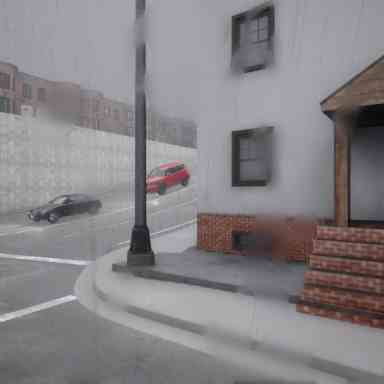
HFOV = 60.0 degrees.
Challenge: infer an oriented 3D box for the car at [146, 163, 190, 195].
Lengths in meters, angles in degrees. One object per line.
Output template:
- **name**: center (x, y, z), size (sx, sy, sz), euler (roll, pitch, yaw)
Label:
- **car**: center (-2.351, -1.187, 28.687), size (2.150, 2.045, 5.566), euler (0, 13, 34)

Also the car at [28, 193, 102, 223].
- **car**: center (-7.826, 0.873, 20.854), size (1.812, 1.442, 4.674), euler (0, 7, 35)
